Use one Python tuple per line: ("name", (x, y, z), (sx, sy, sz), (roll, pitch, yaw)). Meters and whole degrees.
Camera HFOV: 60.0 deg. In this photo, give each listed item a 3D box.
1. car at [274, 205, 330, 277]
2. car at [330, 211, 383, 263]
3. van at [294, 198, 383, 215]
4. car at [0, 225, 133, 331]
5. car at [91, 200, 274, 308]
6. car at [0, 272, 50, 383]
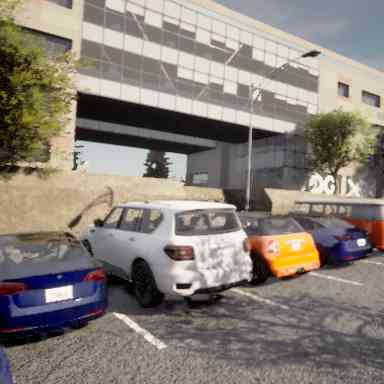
("car", (1.321, 1.353, 9.874), (2.185, 1.767, 4.553), (0, 0, -36))
("car", (3.558, 1.507, 11.544), (2.163, 1.488, 4.792), (0, 0, -35))
("van", (5.783, 1.251, 13.241), (1.878, 1.987, 4.442), (0, 0, -36))
("car", (-3.262, 1.509, 6.677), (2.163, 1.488, 4.792), (0, 0, -36))
("car", (-0.988, 1.228, 8.298), (2.435, 2.045, 5.566), (0, 0, -35))
("car", (-3.148, 1.526, 1.132), (4.674, 1.442, 1.812), (0, 0, -36))
